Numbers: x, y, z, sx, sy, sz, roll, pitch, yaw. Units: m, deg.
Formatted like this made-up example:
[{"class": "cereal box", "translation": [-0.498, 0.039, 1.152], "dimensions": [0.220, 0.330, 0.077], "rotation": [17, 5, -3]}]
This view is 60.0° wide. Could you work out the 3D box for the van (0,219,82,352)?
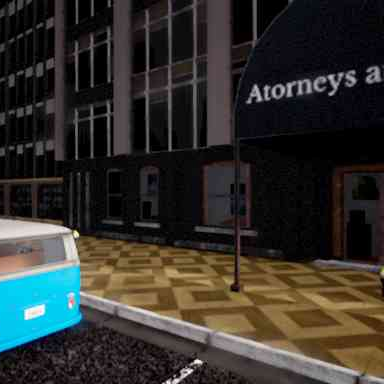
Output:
[{"class": "van", "translation": [-3.560, 1.335, 5.438], "dimensions": [3.998, 1.788, 1.690], "rotation": [0, 0, 36]}]
